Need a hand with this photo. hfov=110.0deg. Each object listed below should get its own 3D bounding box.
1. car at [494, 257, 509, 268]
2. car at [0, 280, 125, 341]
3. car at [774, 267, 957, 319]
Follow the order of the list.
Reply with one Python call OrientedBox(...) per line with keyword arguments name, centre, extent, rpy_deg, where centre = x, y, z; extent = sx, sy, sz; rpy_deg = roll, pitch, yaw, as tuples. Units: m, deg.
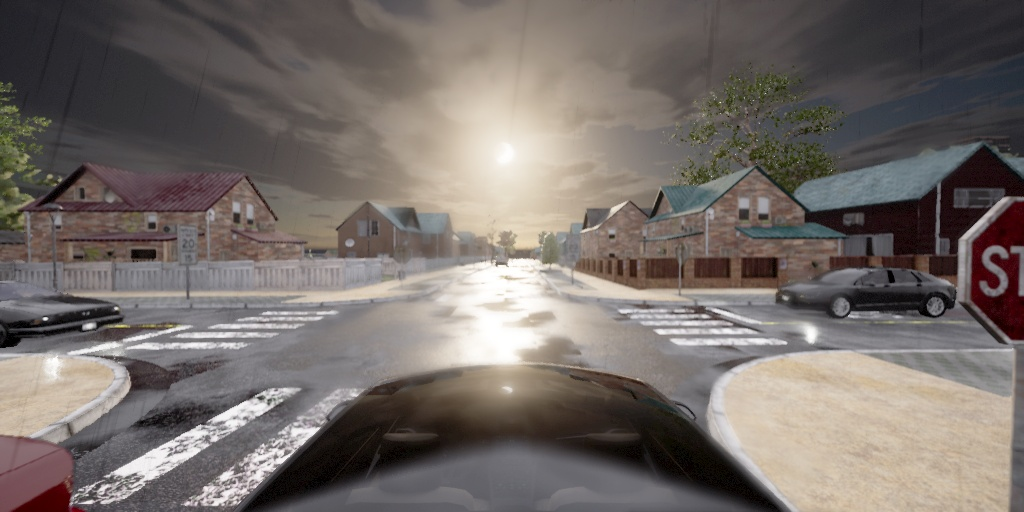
OrientedBox(name="car", centre=(-1.507, 0.848, 53.289), extent=(1.837, 1.490, 4.892), rpy_deg=(0, 0, 1))
OrientedBox(name="car", centre=(-12.774, 1.307, 8.571), extent=(5.357, 1.411, 2.033), rpy_deg=(0, 1, 0))
OrientedBox(name="car", centre=(11.201, 1.100, 11.536), extent=(4.892, 1.490, 1.837), rpy_deg=(0, 1, -1))
